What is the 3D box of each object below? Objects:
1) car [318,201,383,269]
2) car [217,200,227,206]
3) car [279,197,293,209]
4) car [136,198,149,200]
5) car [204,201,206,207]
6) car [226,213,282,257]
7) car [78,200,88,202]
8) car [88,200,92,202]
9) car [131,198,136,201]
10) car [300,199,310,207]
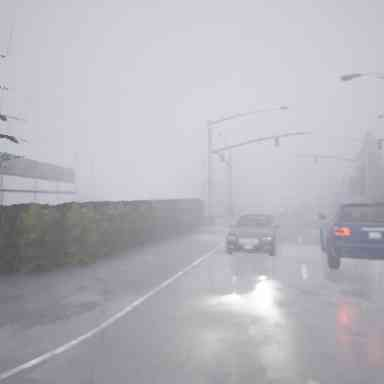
[{"bbox_3d":[5.703,1.328,11.449,2.150,2.045,5.566,-1,-2,18],"label":"car"},{"bbox_3d":[6.694,2.420,73.968,1.845,1.501,3.633,-1,-1,18],"label":"car"},{"bbox_3d":[17.274,1.950,61.030,2.150,2.045,5.566,-1,-1,18],"label":"car"},{"bbox_3d":[-10.968,2.435,79.757,1.932,1.855,4.605,-1,-1,18],"label":"car"},{"bbox_3d":[1.596,2.396,67.807,1.970,1.475,3.806,-1,-1,18],"label":"car"},{"bbox_3d":[2.698,1.679,13.975,2.128,1.511,4.902,-1,-1,17],"label":"car"},{"bbox_3d":[-22.679,2.534,64.068,2.007,1.523,4.514,-1,-1,18],"label":"car"},{"bbox_3d":[-26.047,2.731,84.141,2.152,1.636,5.027,-1,-1,18],"label":"car"},{"bbox_3d":[-13.861,2.455,80.249,1.905,1.878,3.866,-1,-1,18],"label":"car"},{"bbox_3d":[22.826,2.227,67.049,1.812,1.442,4.674,-1,-1,17],"label":"car"}]
